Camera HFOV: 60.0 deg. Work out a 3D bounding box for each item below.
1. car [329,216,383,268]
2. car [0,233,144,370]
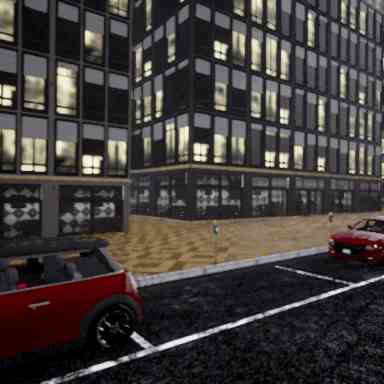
[{"bbox_3d":[6.392,1.494,11.105,4.507,1.381,1.887,0,1,-35],"label":"car"},{"bbox_3d":[-2.819,1.440,4.533,4.097,1.590,1.967,0,1,-35],"label":"car"}]
